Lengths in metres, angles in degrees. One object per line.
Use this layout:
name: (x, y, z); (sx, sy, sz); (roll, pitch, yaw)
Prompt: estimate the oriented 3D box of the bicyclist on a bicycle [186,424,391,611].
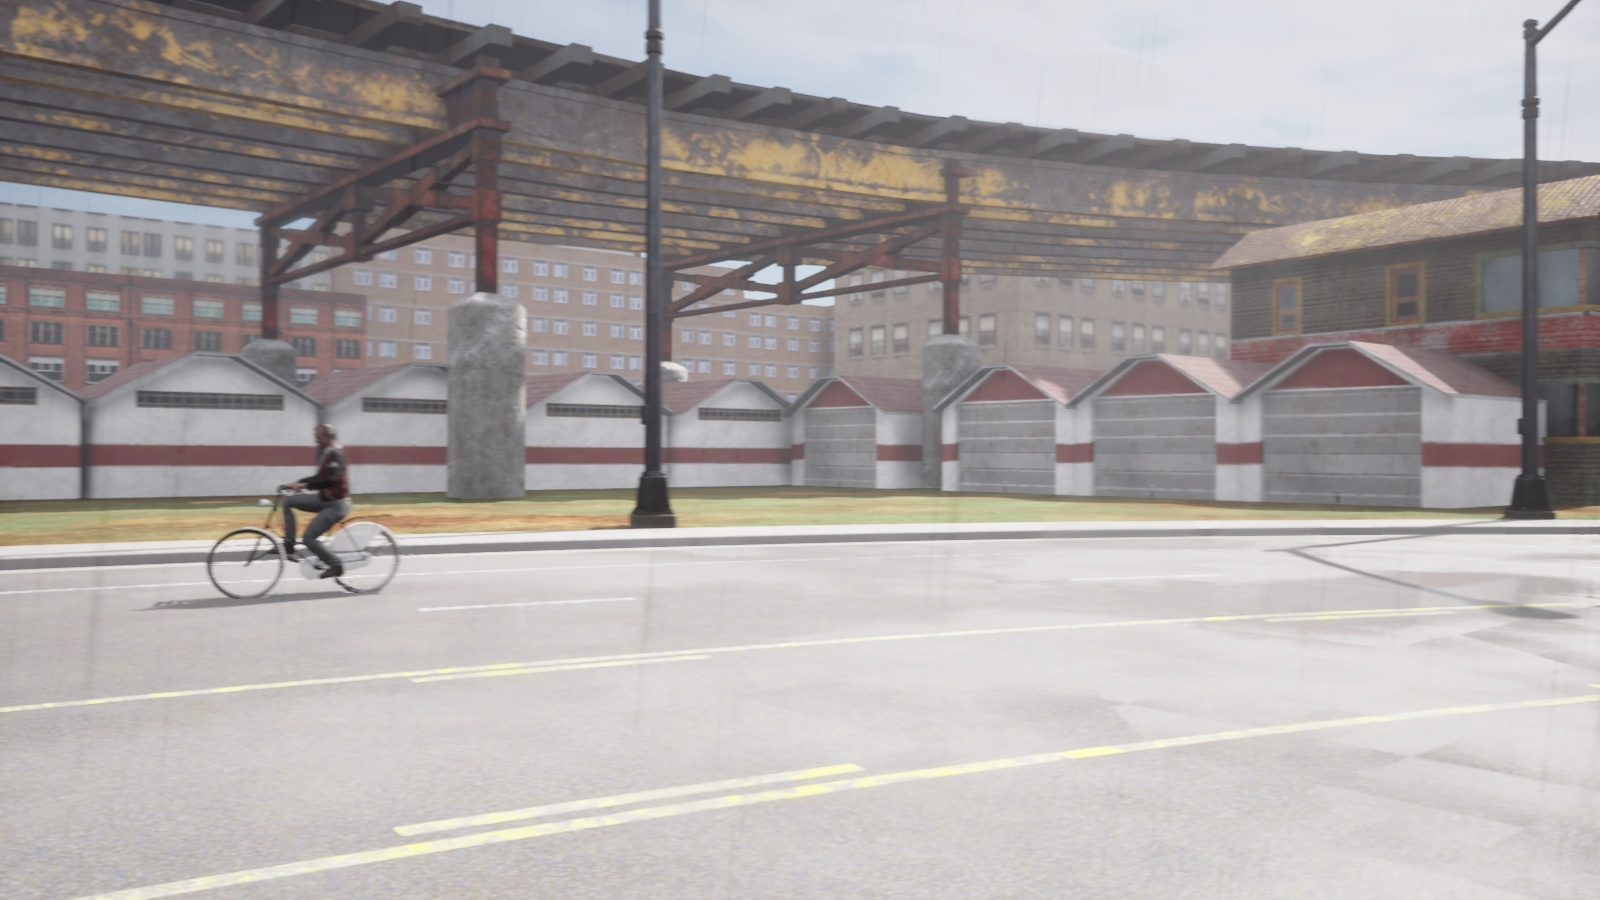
bicyclist on a bicycle: (-5.152, 0.639, 12.678); (1.843, 1.776, 0.659); (0, 2, -30)
